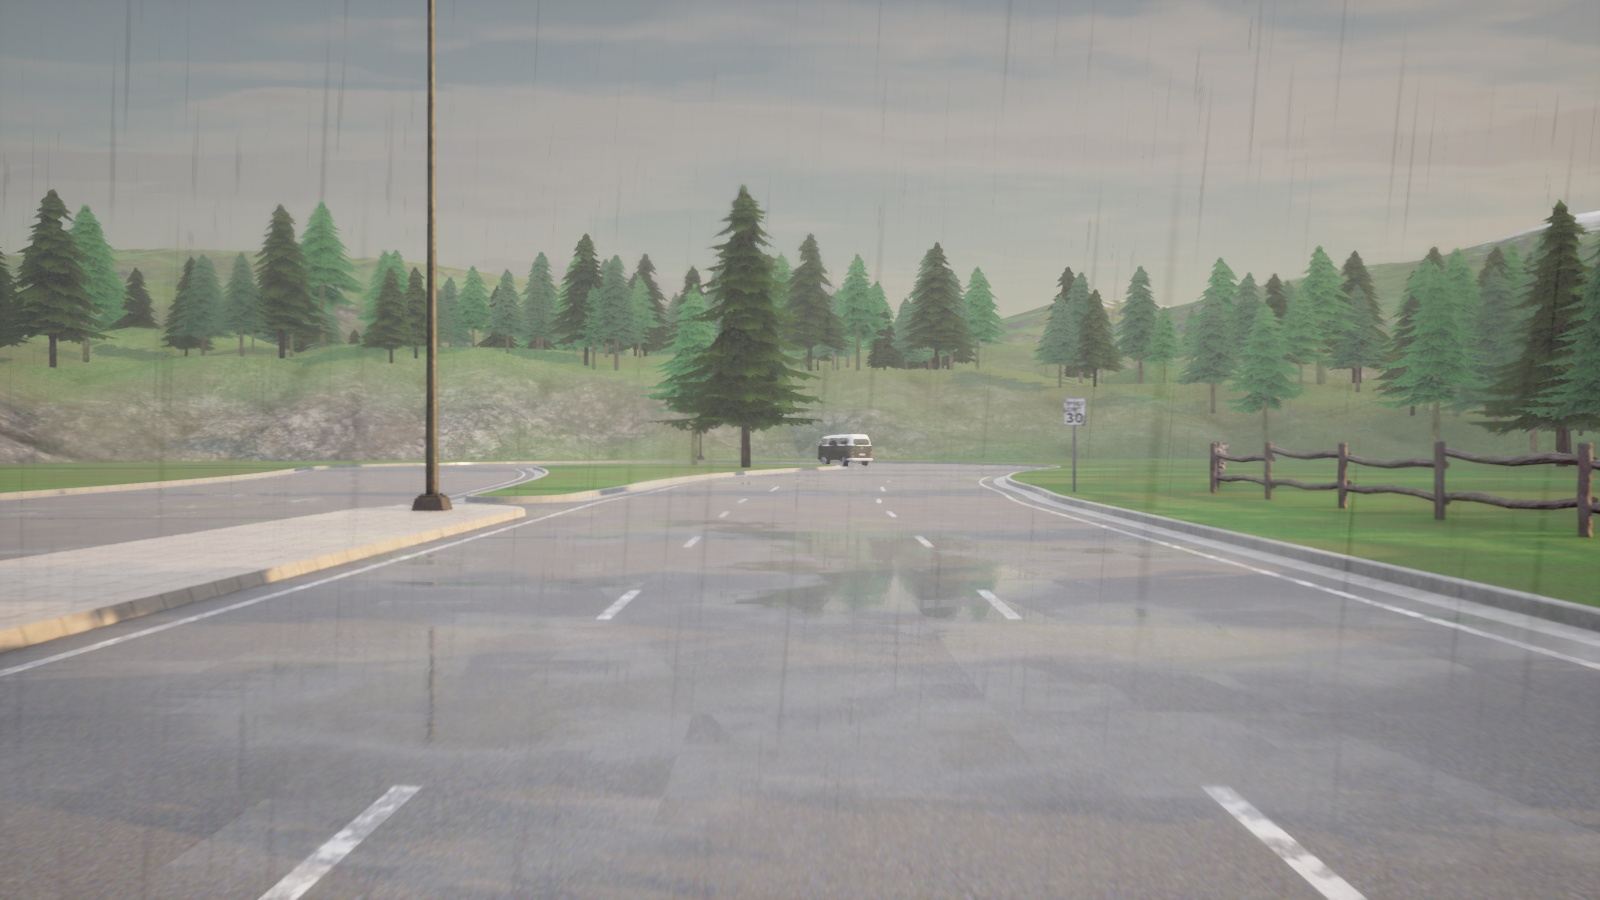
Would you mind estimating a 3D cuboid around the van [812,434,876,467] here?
[{"bbox_3d":[2.808,0.016,80.848,2.069,2.038,4.480,1,0,-29],"label":"van"}]
